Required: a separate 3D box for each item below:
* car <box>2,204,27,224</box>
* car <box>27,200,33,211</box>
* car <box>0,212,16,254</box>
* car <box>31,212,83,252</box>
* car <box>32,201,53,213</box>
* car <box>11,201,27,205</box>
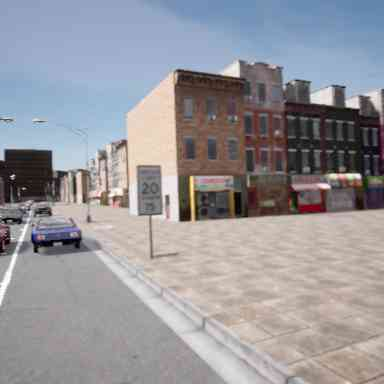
[{"bbox_3d":[-15.954,2.087,29.421,1.947,1.339,4.313,-1,0,-25],"label":"car"},{"bbox_3d":[-29.901,2.615,59.284,2.008,1.369,4.403,-1,0,-25],"label":"car"},{"bbox_3d":[-8.981,1.828,14.490,1.887,1.381,4.507,-1,0,-25],"label":"car"},{"bbox_3d":[-6.229,1.794,15.105,1.895,1.301,4.718,-2,0,-25],"label":"car"},{"bbox_3d":[-17.235,2.084,38.544,1.837,1.490,4.892,-2,0,-25],"label":"car"},{"bbox_3d":[-20.836,2.177,38.961,1.882,1.535,5.008,-2,0,-25],"label":"car"}]
